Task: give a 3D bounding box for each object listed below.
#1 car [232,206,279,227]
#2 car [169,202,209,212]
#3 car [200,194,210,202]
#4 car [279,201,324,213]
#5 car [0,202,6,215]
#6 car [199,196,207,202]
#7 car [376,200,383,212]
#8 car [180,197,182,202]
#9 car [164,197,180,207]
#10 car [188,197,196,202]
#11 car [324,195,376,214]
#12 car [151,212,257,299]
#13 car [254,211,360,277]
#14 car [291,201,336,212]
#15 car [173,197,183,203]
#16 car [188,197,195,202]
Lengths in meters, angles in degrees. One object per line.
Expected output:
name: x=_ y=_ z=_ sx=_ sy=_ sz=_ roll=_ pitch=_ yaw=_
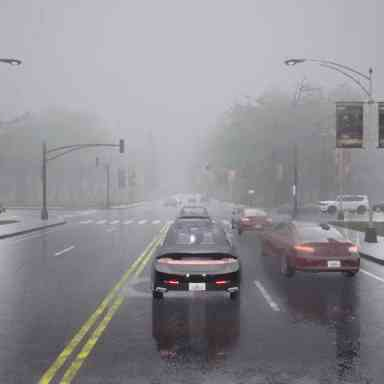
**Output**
car: x=3.342 y=1.554 z=18.947 sx=1.812 sy=1.442 sz=4.674 roll=0 pitch=0 yaw=1
car: x=0.084 y=1.517 z=17.829 sx=2.128 sy=1.511 sz=4.902 roll=0 pitch=0 yaw=0
car: x=3.169 y=1.641 z=82.534 sx=2.150 sy=2.045 sz=5.566 roll=0 pitch=-1 yaw=0
car: x=10.957 y=1.705 z=34.506 sx=4.181 sy=1.385 sz=1.994 roll=0 pitch=0 yaw=4
car: x=-20.171 y=1.224 z=30.493 sx=5.566 sy=2.045 sz=2.150 roll=0 pitch=0 yaw=-1
car: x=3.157 y=1.951 z=92.921 sx=2.033 sy=1.411 sz=5.357 roll=0 pitch=-1 yaw=0
car: x=23.958 y=1.694 z=40.817 sx=5.008 sy=1.535 sz=1.882 roll=0 pitch=0 yaw=0
car: x=-3.325 y=1.795 z=68.308 sx=1.812 sy=1.442 sz=4.674 roll=0 pitch=-1 yaw=0
car: x=-3.398 y=1.714 z=53.672 sx=2.033 sy=1.411 sz=5.357 roll=0 pitch=0 yaw=0
car: x=-0.081 y=1.892 z=82.464 sx=1.882 sy=1.535 sz=5.008 roll=0 pitch=-1 yaw=0
car: x=17.070 y=1.398 z=37.512 sx=5.566 sy=2.045 sz=2.150 roll=0 pitch=0 yaw=-1
car: x=0.092 y=1.496 z=8.421 sx=2.128 sy=1.511 sz=4.902 roll=0 pitch=0 yaw=0
car: x=3.336 y=1.532 z=10.138 sx=1.812 sy=1.442 sz=4.674 roll=0 pitch=0 yaw=0
car: x=14.826 y=1.771 z=40.736 sx=4.718 sy=1.301 sz=1.895 roll=0 pitch=0 yaw=0
car: x=-3.328 y=1.907 z=79.217 sx=2.128 sy=1.511 sz=4.902 roll=0 pitch=-1 yaw=0
car: x=-0.093 y=1.964 z=92.918 sx=1.994 sy=1.385 sz=4.181 roll=0 pitch=-1 yaw=0
